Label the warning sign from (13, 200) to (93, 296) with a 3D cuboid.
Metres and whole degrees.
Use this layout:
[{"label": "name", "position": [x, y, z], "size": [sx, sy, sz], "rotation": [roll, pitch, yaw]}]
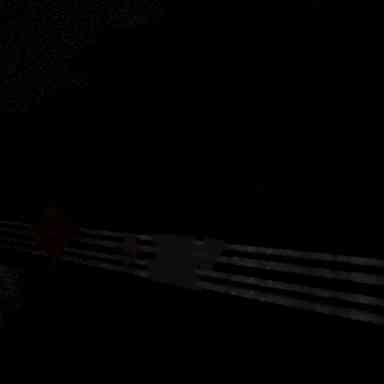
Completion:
[{"label": "warning sign", "position": [-3.079, 1.131, 7.427], "size": [1.060, 1.860, 1.300], "rotation": [0, 0, 36]}]
